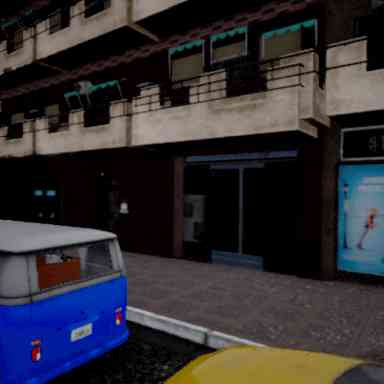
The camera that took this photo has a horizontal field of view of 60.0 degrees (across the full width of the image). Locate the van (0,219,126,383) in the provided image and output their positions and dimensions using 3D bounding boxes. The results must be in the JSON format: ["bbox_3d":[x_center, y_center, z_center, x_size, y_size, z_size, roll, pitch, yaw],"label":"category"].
[{"bbox_3d":[-2.748,1.340,4.820,3.998,1.788,1.690,0,1,36],"label":"van"}]

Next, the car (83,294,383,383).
[{"bbox_3d":[1.744,1.526,1.620,4.829,1.417,1.752,0,1,35],"label":"car"}]
